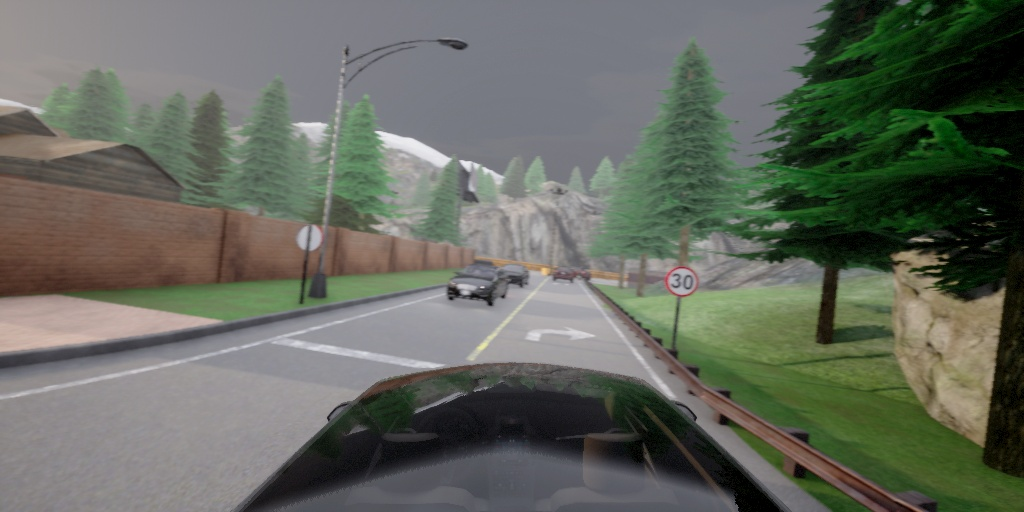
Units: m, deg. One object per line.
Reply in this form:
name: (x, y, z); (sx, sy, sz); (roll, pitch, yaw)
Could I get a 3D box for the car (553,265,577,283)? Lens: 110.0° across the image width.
car: (5.595, 1.836, 38.881); (2.097, 1.767, 4.553); (7, 0, 8)

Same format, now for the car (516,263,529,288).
car: (0.134, 1.297, 25.707); (1.882, 1.535, 5.008); (7, 0, 8)

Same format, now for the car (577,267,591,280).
car: (8.503, 2.212, 48.916); (2.097, 1.767, 4.553); (7, -1, -44)

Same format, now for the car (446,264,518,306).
car: (-1.319, 1.119, 15.486); (2.128, 1.511, 4.902); (7, 0, 8)
